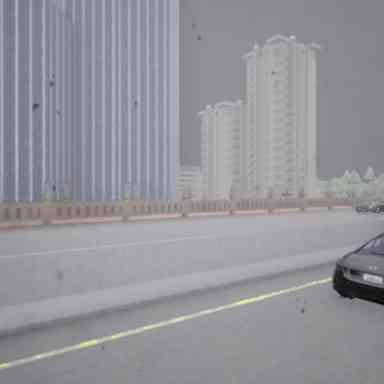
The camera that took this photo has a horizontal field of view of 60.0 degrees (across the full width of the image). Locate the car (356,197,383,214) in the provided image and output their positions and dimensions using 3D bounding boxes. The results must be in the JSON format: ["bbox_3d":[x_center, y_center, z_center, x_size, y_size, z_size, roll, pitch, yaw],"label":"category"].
[{"bbox_3d":[19.131,1.329,34.818,4.553,1.767,2.097,0,0,-35],"label":"car"}]

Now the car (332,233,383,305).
[{"bbox_3d":[4.955,1.558,7.281,4.181,1.385,1.994,0,0,-35],"label":"car"}]
